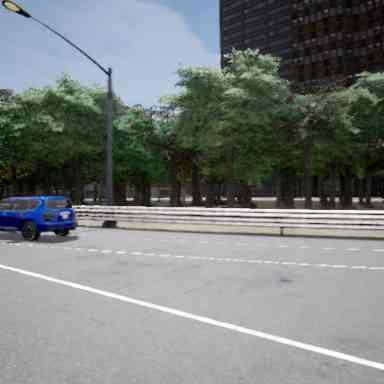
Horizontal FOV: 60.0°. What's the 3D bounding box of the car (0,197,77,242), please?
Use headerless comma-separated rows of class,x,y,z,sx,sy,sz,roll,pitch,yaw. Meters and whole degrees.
car,-8.420,1.256,16.807,5.566,2.045,2.150,0,0,24
